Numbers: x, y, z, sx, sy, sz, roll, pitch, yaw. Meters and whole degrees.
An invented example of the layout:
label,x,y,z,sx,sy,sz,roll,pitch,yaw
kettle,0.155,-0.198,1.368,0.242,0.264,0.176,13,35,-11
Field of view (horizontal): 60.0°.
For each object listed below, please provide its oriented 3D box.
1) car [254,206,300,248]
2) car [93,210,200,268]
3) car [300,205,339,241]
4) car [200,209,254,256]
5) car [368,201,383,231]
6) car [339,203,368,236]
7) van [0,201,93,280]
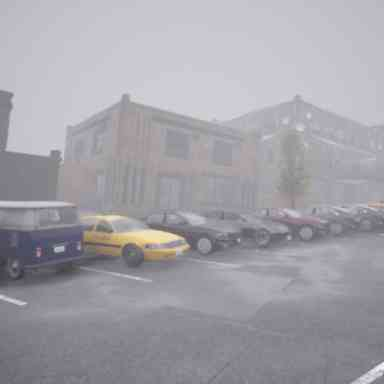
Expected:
label,x,y,z,sx,sy,sz,roll,pitch,yaw
car,2.001,1.510,14.946,4.792,1.488,2.163,-1,-1,34
car,-2.605,1.471,11.389,5.366,1.575,1.946,-1,-1,34
car,4.343,1.482,16.702,5.008,1.535,2.097,-1,-1,34
car,-0.397,1.478,13.235,5.008,1.535,2.097,-1,-1,34
car,9.094,1.488,20.146,4.892,1.521,2.231,-1,-1,34
car,6.722,1.486,18.422,4.892,1.521,2.231,-1,-1,34
van,-5.227,1.250,9.821,4.442,1.987,1.878,-1,-1,34
